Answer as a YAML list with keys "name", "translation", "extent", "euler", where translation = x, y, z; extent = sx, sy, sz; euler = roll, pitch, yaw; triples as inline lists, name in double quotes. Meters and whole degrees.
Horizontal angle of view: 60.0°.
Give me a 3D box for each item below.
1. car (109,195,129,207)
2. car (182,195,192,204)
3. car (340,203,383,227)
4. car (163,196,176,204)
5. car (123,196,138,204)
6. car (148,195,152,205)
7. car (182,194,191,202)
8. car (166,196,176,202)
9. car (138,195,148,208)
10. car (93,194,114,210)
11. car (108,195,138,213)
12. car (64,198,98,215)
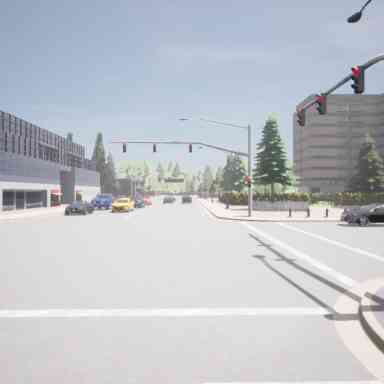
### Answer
- name: "car"
  translation: [-11.492, 1.352, 52.722]
  extent: [2.097, 1.767, 4.553]
  euler: [0, 0, -1]
- name: "car"
  translation: [-0.968, 1.505, 64.953]
  extent: [1.837, 1.490, 4.892]
  euler: [0, 0, -1]
- name: "car"
  translation: [12.505, 1.492, 22.232]
  extent: [4.902, 1.511, 2.128]
  euler: [0, 0, -1]
- name: "car"
  translation: [-4.565, 1.547, 64.629]
  extent: [2.033, 1.411, 5.357]
  euler: [0, 0, -1]
- name: "car"
  translation: [-11.587, 1.491, 62.980]
  extent: [2.128, 1.511, 4.902]
  euler: [0, 0, 0]
- name: "car"
  translation: [-8.044, 1.352, 57.212]
  extent: [2.097, 1.767, 4.553]
  euler: [0, 0, -1]
- name: "car"
  translation: [-1.204, 1.355, 75.018]
  extent: [2.097, 1.767, 4.553]
  euler: [0, 0, -1]
- name: "car"
  translation: [-4.709, 1.510, 75.265]
  extent: [1.895, 1.301, 4.718]
  euler: [0, 0, -1]
- name: "car"
  translation: [-7.924, 1.352, 47.097]
  extent: [2.097, 1.767, 4.553]
  euler: [0, 0, -1]
- name: "car"
  translation: [-11.370, 1.221, 42.822]
  extent: [2.150, 2.045, 5.566]
  euler: [0, 0, -1]
- name: "car"
  translation: [-7.802, 1.478, 37.861]
  extent: [1.882, 1.535, 5.008]
  euler: [0, 0, -1]
- name: "car"
  translation: [-11.238, 1.564, 33.469]
  extent: [1.994, 1.385, 4.181]
  euler: [0, 0, -1]
